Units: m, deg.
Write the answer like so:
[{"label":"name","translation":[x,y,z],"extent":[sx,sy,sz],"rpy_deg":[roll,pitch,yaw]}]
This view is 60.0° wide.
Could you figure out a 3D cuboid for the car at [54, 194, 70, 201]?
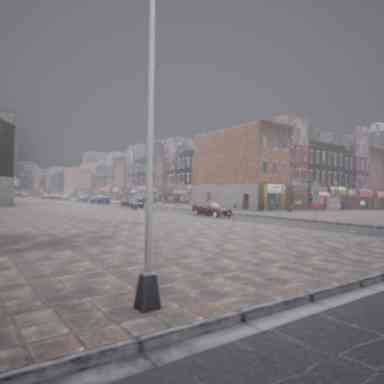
[{"label":"car","translation":[-26.801,1.123,69.720],"extent":[2.008,1.369,4.403],"rpy_deg":[2,-1,-35]}]

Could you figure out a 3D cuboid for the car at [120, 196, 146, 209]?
[{"label":"car","translation":[-7.765,1.387,42.810],"extent":[1.947,1.339,4.313],"rpy_deg":[2,-1,-35]}]

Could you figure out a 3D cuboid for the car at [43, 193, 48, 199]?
[{"label":"car","translation":[-33.147,1.051,78.690],"extent":[1.887,1.381,4.507],"rpy_deg":[2,-1,-35]}]

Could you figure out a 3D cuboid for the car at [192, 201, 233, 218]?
[{"label":"car","translation":[1.752,1.524,29.355],"extent":[1.887,1.381,4.507],"rpy_deg":[2,-1,-35]}]

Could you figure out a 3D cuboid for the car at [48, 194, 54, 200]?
[{"label":"car","translation":[-29.974,1.082,74.205],"extent":[1.887,1.381,4.507],"rpy_deg":[2,-1,-35]}]

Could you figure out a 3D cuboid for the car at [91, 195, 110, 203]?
[{"label":"car","translation":[-16.538,1.318,59.941],"extent":[1.895,1.301,4.718],"rpy_deg":[1,0,-35]}]

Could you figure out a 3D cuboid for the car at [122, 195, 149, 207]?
[{"label":"car","translation":[-8.226,1.308,48.192],"extent":[1.882,1.535,5.008],"rpy_deg":[1,-1,-35]}]

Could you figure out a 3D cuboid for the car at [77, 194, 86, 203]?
[{"label":"car","translation":[-18.309,1.173,57.044],"extent":[1.837,1.490,4.892],"rpy_deg":[1,0,-35]}]

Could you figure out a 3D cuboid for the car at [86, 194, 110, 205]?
[{"label":"car","translation":[-14.261,1.201,51.332],"extent":[1.882,1.535,5.008],"rpy_deg":[1,0,-35]}]
